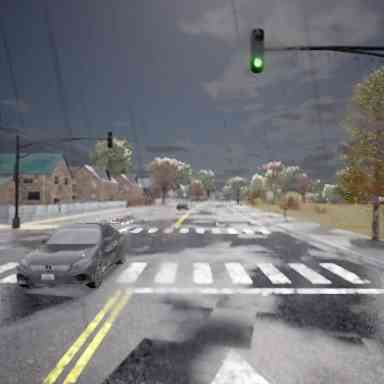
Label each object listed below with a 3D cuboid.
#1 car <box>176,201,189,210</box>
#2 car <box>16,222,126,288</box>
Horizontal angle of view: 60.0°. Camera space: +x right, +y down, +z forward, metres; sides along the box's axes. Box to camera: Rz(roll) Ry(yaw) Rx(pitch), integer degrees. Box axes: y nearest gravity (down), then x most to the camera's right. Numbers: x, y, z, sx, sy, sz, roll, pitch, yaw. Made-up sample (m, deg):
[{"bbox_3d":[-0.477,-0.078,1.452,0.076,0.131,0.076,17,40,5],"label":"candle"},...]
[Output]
[{"bbox_3d":[-1.530,2.249,54.326,2.033,1.411,5.357,0,-1,3],"label":"car"},{"bbox_3d":[-3.168,1.646,9.694,1.812,1.442,4.674,0,-1,1],"label":"car"}]
